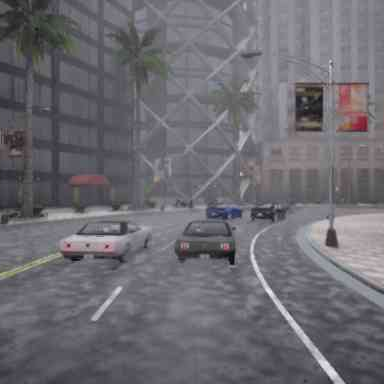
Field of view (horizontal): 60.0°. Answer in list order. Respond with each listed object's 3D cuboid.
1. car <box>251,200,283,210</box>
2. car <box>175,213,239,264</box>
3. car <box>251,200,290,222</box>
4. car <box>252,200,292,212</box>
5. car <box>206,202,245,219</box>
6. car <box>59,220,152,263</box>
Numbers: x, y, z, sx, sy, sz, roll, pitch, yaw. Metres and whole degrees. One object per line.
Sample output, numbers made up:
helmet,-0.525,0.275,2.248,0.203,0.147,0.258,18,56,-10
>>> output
car,10.627,1.798,46.934,4.181,1.385,1.994,0,0,-32
car,0.675,1.662,12.188,1.895,1.301,4.718,0,0,7
car,6.561,1.618,28.034,1.882,1.535,5.008,-1,-1,31
car,10.397,1.761,42.794,5.357,1.411,2.033,0,0,-37
car,2.990,1.622,28.869,1.882,1.535,5.008,0,0,30
car,-2.836,1.663,12.225,1.895,1.301,4.718,0,0,7
